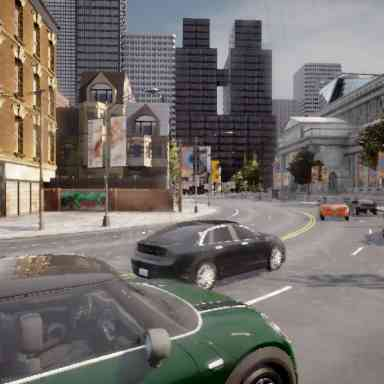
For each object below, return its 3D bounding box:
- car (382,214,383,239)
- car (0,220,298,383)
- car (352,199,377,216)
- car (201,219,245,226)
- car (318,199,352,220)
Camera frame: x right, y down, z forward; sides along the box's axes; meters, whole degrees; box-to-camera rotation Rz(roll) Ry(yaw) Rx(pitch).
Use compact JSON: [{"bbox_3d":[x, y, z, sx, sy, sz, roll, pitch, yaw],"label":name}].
[{"bbox_3d":[10.440,1.450,16.300,1.801,1.575,5.366,0,0,31],"label":"car"},{"bbox_3d":[-1.163,1.349,2.825,4.553,1.767,2.097,0,0,-36],"label":"car"},{"bbox_3d":[16.643,1.489,32.786,1.837,1.490,4.892,1,0,12],"label":"car"},{"bbox_3d":[0.672,1.498,8.941,4.892,1.490,1.837,0,1,-44],"label":"car"},{"bbox_3d":[11.877,1.337,28.198,2.097,1.767,4.553,0,0,18],"label":"car"}]
